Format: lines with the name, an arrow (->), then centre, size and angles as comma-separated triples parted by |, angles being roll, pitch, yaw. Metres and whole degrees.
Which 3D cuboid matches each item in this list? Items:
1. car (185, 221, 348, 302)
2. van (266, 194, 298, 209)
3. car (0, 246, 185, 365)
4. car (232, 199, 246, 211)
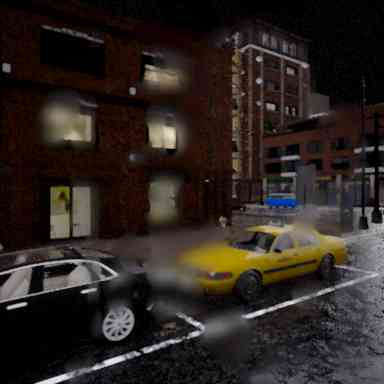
car -> 1.859, 1.415, 8.038 | 4.829, 1.417, 1.752 | -1, 2, -35
van -> 10.546, 1.079, 39.120 | 1.690, 1.788, 3.998 | -1, 0, -35
car -> -2.532, 1.541, 4.696 | 4.403, 1.369, 2.008 | -1, 2, -35
car -> 3.656, 1.310, 34.354 | 1.947, 1.339, 4.313 | -1, 0, -35
